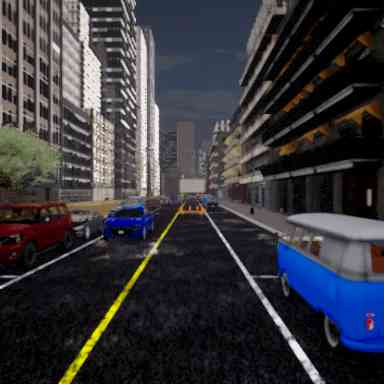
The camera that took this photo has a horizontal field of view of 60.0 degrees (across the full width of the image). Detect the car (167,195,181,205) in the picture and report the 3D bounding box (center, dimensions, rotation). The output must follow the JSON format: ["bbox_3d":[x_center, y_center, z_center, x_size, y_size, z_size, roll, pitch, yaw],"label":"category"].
[{"bbox_3d":[-3.039,1.372,57.911,2.097,1.767,4.553,0,0,1],"label":"car"}]

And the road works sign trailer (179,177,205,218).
[{"bbox_3d":[0.006,0.467,29.874,2.380,3.560,2.880,0,0,0],"label":"road works sign trailer"}]

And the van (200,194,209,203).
[{"bbox_3d":[2.701,1.378,72.157,1.690,1.788,3.998,0,0,0],"label":"van"}]

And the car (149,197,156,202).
[{"bbox_3d":[-5.685,1.550,39.022,1.887,1.381,4.507,0,0,0],"label":"car"}]

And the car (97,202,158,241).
[{"bbox_3d":[-3.096,1.477,16.992,1.882,1.535,5.008,0,0,0],"label":"car"}]

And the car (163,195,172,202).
[{"bbox_3d":[-5.679,1.485,77.682,1.967,1.590,4.097,0,0,0],"label":"car"}]

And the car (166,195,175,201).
[{"bbox_3d":[-5.677,1.626,88.728,1.947,1.339,4.313,0,0,0],"label":"car"}]

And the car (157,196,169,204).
[{"bbox_3d":[-5.681,1.581,66.635,2.008,1.369,4.403,0,0,0],"label":"car"}]

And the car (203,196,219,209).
[{"bbox_3d":[2.696,1.559,44.543,2.008,1.369,4.403,0,0,0],"label":"car"}]

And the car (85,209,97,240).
[{"bbox_3d":[-5.689,1.550,16.931,2.008,1.369,4.403,0,0,0],"label":"car"}]

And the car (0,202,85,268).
[{"bbox_3d":[-5.691,1.314,11.407,2.192,1.841,5.009,0,0,0],"label":"car"}]

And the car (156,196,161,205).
[{"bbox_3d":[-5.685,1.575,44.545,1.947,1.339,4.313,0,0,0],"label":"car"}]

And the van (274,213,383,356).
[{"bbox_3d":[2.689,1.340,5.884,1.690,1.788,3.998,0,0,0],"label":"van"}]

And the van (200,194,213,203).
[{"bbox_3d":[2.698,1.358,55.589,1.690,1.788,3.998,0,0,0],"label":"van"}]

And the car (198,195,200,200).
[{"bbox_3d":[2.700,1.575,66.634,1.887,1.381,4.507,0,0,0],"label":"car"}]

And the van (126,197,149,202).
[{"bbox_3d":[-5.687,1.345,33.499,1.690,1.788,3.998,0,0,0],"label":"van"}]

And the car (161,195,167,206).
[{"bbox_3d":[-5.683,1.458,55.591,1.967,1.590,4.097,0,0,0],"label":"car"}]

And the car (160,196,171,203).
[{"bbox_3d":[-5.680,1.588,72.159,2.008,1.369,4.403,0,0,0],"label":"car"}]

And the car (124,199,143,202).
[{"bbox_3d":[-5.687,1.553,27.977,2.008,1.369,4.403,0,0,0],"label":"car"}]
